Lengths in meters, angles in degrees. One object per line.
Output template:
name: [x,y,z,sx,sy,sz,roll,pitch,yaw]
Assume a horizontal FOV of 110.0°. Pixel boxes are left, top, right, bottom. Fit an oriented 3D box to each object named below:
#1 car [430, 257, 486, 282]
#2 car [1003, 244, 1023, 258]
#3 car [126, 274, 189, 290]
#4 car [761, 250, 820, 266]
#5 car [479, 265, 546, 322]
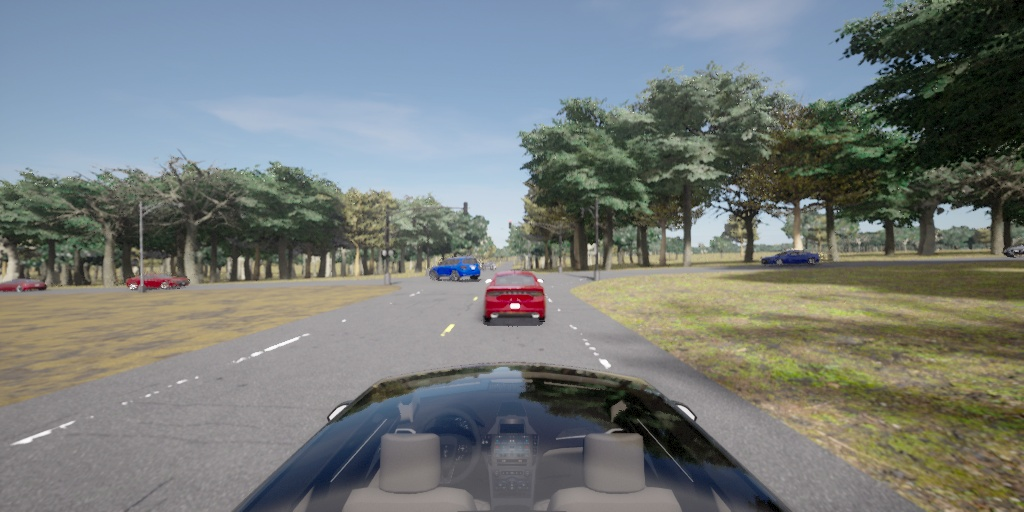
car: [-5.144,1.184,32.089,2.150,2.045,5.566,-1,-1,-44]
car: [51.033,-0.633,34.841,4.674,1.442,1.812,-2,-1,3]
car: [-33.954,2.423,34.443,5.008,1.535,1.882,-2,-1,2]
car: [27.673,0.196,35.780,5.008,1.535,1.882,-2,-1,2]
car: [0.087,1.263,12.539,1.882,1.535,5.008,0,0,0]
